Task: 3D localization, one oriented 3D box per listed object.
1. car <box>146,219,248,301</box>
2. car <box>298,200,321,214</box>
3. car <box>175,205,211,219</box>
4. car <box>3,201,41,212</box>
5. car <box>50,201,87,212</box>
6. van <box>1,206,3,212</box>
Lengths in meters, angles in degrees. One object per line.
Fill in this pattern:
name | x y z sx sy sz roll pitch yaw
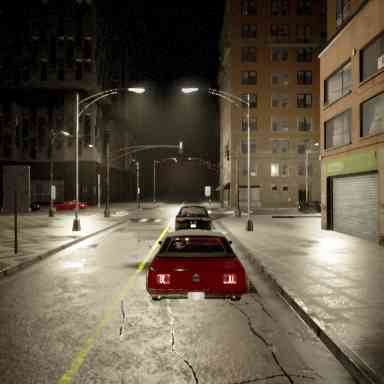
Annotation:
car | 0.081 1.601 8.261 1.895 1.301 4.718 0 0 0
car | 12.040 1.415 30.805 4.313 1.339 1.947 0 0 0
car | 0.058 1.474 18.410 1.882 1.535 5.008 0 0 0
car | -20.203 1.725 39.293 4.313 1.339 1.947 0 0 0
car | -14.554 1.701 39.299 4.206 1.307 1.802 0 0 0
van | -20.186 1.425 30.769 3.998 1.788 1.690 0 0 0
